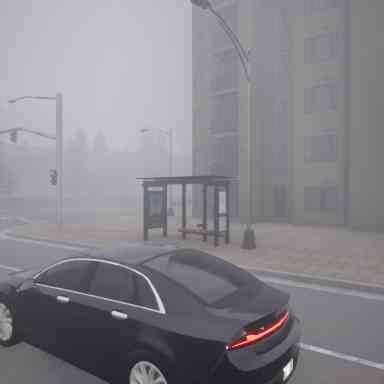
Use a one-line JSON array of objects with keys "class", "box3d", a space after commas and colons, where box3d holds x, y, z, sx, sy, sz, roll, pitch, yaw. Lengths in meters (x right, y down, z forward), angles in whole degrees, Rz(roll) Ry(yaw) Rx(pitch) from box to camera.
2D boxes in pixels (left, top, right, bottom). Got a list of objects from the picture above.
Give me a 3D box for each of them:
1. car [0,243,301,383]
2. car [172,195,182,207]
[{"class": "car", "box3d": [-1.020, 1.505, 4.710, 4.892, 1.490, 1.837, 0, 0, 35]}, {"class": "car", "box3d": [-0.589, 1.166, 49.419, 5.566, 2.045, 2.150, 0, 0, -38]}]
